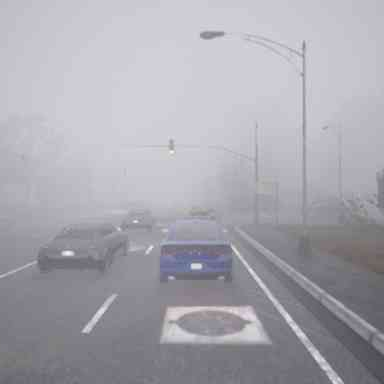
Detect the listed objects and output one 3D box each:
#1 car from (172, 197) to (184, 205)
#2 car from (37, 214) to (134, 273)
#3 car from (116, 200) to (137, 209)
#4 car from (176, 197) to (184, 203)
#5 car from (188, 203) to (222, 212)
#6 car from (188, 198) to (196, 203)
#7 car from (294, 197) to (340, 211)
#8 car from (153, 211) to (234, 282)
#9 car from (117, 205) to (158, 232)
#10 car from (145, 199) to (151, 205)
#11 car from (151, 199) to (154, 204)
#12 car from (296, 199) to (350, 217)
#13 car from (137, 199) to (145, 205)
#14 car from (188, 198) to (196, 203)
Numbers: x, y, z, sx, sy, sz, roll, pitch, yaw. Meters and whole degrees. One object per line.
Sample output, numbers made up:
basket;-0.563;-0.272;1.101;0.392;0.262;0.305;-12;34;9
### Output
car;-3.467;2.237;74.165;1.994;1.385;4.181;0;-1;0
car;-3.397;1.668;11.121;1.994;1.385;4.181;0;0;0
car;-10.563;1.973;52.154;2.128;1.511;4.902;0;-1;0
car;-3.458;2.228;94.638;2.097;1.767;4.553;0;-1;0
car;0.874;1.698;22.217;2.128;1.511;4.902;0;-1;12
car;0.041;2.277;92.724;2.033;1.411;5.357;0;-1;0
car;14.739;1.578;38.538;5.566;2.045;2.150;0;-1;2
car;0.105;1.572;10.066;1.882;1.535;5.008;0;-1;0
car;-3.390;1.767;21.980;1.994;1.385;4.181;0;-1;0
car;-10.469;2.180;71.109;1.812;1.442;4.674;0;-1;0
car;-10.464;2.298;81.134;1.994;1.385;4.181;0;-1;0
car;14.029;1.802;35.050;5.008;1.535;1.882;0;-1;3
car;-10.499;2.131;61.505;1.994;1.385;4.181;0;-1;2
car;0.036;2.292;82.304;2.033;1.411;5.357;0;-1;0
